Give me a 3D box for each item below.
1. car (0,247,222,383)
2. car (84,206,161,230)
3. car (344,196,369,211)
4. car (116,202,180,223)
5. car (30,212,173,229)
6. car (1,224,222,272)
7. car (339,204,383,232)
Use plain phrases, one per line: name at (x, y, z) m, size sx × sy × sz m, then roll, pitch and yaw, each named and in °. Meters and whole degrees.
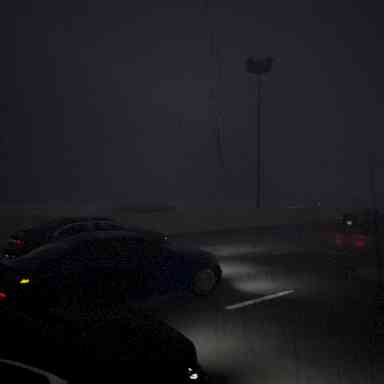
car at (-2.120, 1.501, 2.243) m, size 4.892 × 1.490 × 1.837 m, roll 0°, pitch 0°, yaw -36°
car at (-4.606, 1.696, 22.477) m, size 4.718 × 1.301 × 1.895 m, roll 1°, pitch 0°, yaw -38°
car at (25.639, 1.730, 51.610) m, size 2.150 × 2.045 × 5.566 m, roll 0°, pitch 0°, yaw 40°
car at (-3.588, 1.626, 27.762) m, size 4.902 × 1.511 × 2.128 m, roll 1°, pitch 0°, yaw -39°
car at (-2.962, 1.527, 10.297) m, size 4.902 × 1.511 × 2.128 m, roll 1°, pitch 0°, yaw -36°
car at (-1.491, 1.554, 7.031) m, size 4.674 × 1.442 × 1.812 m, roll 1°, pitch 0°, yaw -36°
car at (11.348, 1.745, 21.796) m, size 4.674 × 1.442 × 1.812 m, roll 1°, pitch 0°, yaw -41°
